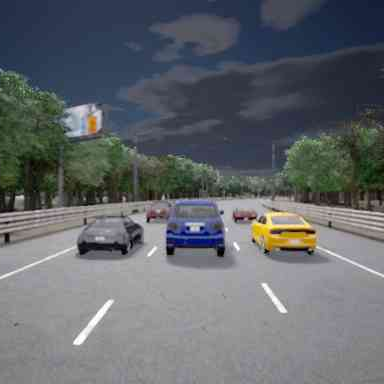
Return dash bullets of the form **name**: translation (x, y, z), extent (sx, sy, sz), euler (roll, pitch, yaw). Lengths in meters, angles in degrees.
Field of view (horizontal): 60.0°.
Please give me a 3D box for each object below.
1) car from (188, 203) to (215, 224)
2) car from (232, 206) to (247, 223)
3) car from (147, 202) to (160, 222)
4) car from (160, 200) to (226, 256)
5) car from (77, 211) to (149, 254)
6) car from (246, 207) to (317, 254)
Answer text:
- **car**: translation (0.937, 1.766, 28.873), extent (2.128, 1.511, 4.902), euler (0, 0, 4)
- **car**: translation (4.412, 1.871, 28.449), extent (1.895, 1.301, 4.718), euler (0, -1, 4)
- **car**: translation (-2.574, 1.622, 28.883), extent (2.097, 1.767, 4.553), euler (0, -1, 4)
- **car**: translation (0.183, 1.346, 13.810), extent (2.150, 2.045, 5.566), euler (0, 0, 2)
- **car**: translation (-3.301, 1.697, 14.180), extent (1.994, 1.385, 4.181), euler (0, 0, 2)
- **car**: translation (3.704, 1.612, 14.158), extent (1.882, 1.535, 5.008), euler (0, 0, 2)
